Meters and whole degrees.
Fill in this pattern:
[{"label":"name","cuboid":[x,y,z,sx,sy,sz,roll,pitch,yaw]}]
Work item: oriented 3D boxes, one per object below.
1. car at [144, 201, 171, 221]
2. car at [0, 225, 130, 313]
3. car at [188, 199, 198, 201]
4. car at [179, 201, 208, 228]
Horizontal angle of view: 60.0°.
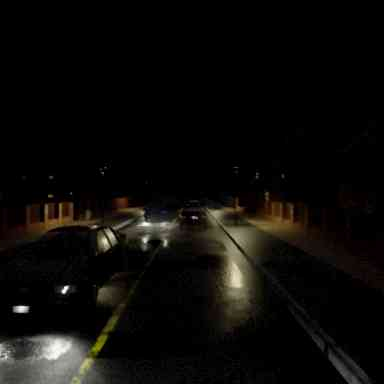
[{"label":"car","cuboid":[-2.837,1.529,28.136,1.882,1.535,5.008,0,0,0]},{"label":"car","cuboid":[-2.816,1.558,8.166,2.033,1.411,5.357,0,0,0]},{"label":"car","cuboid":[0.117,1.641,43.235,2.033,1.411,5.357,0,0,0]},{"label":"car","cuboid":[0.108,1.585,22.322,2.033,1.411,5.357,0,0,0]}]
